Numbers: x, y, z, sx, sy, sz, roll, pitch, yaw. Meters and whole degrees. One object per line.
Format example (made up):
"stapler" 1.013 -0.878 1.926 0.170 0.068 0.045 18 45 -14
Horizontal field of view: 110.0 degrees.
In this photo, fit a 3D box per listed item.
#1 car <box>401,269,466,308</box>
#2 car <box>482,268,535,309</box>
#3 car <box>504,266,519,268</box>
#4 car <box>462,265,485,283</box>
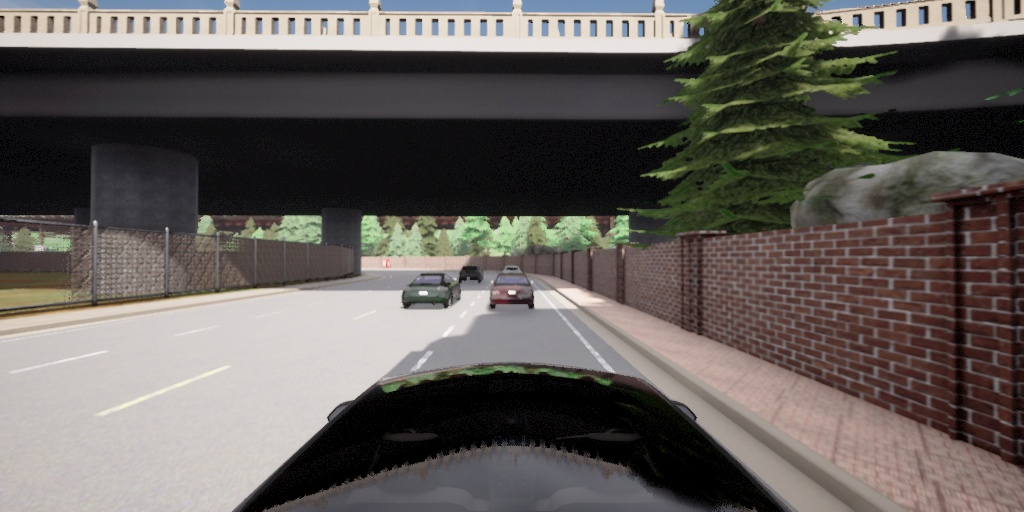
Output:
"car" -3.497 1.452 16.193 1.994 1.385 4.181 0 0 0
"car" 0.000 1.431 15.841 2.033 1.411 5.357 0 -1 0
"car" -0.028 1.556 31.224 1.812 1.442 4.674 0 0 -1
"car" -3.523 1.537 31.147 1.837 1.490 4.892 0 0 -1
